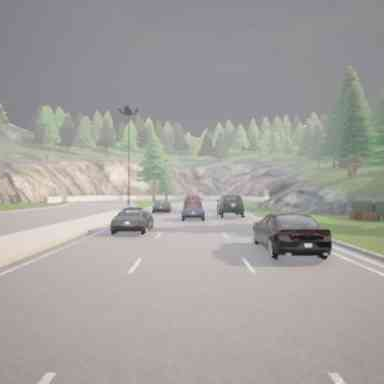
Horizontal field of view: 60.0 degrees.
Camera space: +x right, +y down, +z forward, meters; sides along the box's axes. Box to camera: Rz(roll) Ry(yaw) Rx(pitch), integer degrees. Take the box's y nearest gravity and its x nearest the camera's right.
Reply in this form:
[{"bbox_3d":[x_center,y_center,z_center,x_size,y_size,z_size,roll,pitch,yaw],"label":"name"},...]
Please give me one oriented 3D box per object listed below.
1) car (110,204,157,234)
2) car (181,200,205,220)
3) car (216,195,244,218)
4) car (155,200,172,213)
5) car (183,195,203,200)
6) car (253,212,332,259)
[{"bbox_3d":[-3.400,1.609,19.441,1.994,1.385,4.181,0,0,0],"label":"car"},{"bbox_3d":[0.098,1.630,28.470,1.994,1.385,4.181,0,0,0],"label":"car"},{"bbox_3d":[3.598,1.295,31.667,2.150,2.045,5.566,0,0,0],"label":"car"},{"bbox_3d":[-3.398,1.652,38.313,1.994,1.385,4.181,0,0,0],"label":"car"},{"bbox_3d":[0.101,1.315,40.004,2.150,2.045,5.566,0,0,0],"label":"car"},{"bbox_3d":[3.599,1.507,12.770,1.882,1.535,5.008,0,0,0],"label":"car"}]
